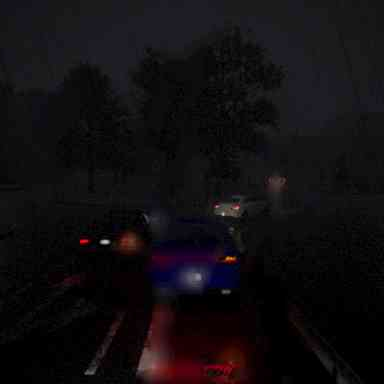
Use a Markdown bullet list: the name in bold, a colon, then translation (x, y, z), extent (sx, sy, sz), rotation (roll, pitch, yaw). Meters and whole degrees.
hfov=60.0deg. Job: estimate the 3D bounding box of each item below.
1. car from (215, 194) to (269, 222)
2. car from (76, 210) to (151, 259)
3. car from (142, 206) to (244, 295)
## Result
- **car**: translation (3.101, 0.863, 20.576), extent (1.812, 1.442, 4.674), rotation (3, 6, 36)
- **car**: translation (-2.371, 1.346, 11.768), extent (2.033, 1.411, 5.357), rotation (0, 2, 1)
- **car**: translation (0.106, 1.377, 8.617), extent (1.882, 1.535, 5.008), rotation (0, 2, 1)
